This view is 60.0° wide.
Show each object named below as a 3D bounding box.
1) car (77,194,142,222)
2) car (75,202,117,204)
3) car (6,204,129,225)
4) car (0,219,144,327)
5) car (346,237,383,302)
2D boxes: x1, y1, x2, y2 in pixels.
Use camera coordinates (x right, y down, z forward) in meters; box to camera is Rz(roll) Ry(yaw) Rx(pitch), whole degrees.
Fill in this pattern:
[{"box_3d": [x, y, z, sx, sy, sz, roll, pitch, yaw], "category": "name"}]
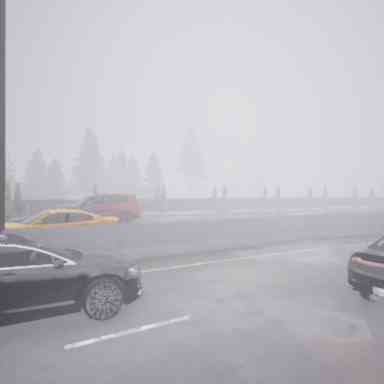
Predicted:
[{"box_3d": [-5.914, 1.130, 20.742, 5.566, 2.045, 2.150, 0, 0, -31], "category": "car"}, {"box_3d": [-6.415, 1.427, 16.264, 4.892, 1.490, 1.837, 0, 0, -32], "category": "car"}, {"box_3d": [-5.280, 1.414, 12.867, 5.008, 1.535, 1.882, 0, 0, -32], "category": "car"}, {"box_3d": [-3.215, 1.461, 5.588, 4.902, 1.511, 2.128, 0, 0, -35], "category": "car"}, {"box_3d": [5.271, 1.464, 6.790, 4.902, 1.511, 2.128, 0, 0, -30], "category": "car"}]
